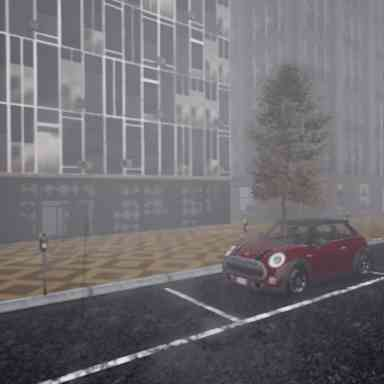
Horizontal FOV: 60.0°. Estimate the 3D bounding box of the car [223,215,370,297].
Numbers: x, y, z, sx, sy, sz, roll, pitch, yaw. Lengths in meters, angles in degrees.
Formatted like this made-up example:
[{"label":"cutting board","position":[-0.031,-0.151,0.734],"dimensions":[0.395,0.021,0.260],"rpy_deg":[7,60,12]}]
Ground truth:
[{"label":"car","position":[2.720,1.437,8.512],"dimensions":[4.097,1.590,1.967],"rpy_deg":[0,-1,-36]}]
